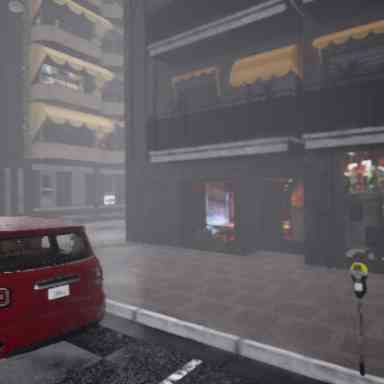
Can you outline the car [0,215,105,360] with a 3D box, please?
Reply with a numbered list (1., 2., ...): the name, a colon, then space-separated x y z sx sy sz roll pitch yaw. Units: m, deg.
1. car: -3.565 1.291 5.442 5.009 1.841 2.192 0 -1 36
